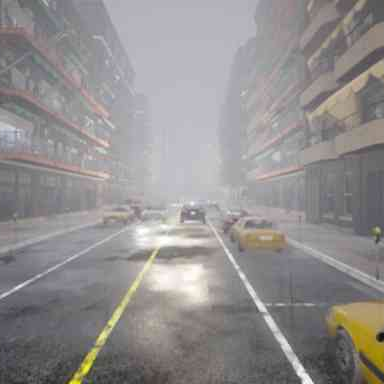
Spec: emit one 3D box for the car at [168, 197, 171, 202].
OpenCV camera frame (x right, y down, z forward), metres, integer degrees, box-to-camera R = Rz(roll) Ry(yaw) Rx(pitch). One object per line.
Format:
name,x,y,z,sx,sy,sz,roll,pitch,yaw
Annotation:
car,-5.344,1.753,58.980,1.887,1.381,4.507,1,0,0

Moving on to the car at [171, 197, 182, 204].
car,-2.833,1.718,68.388,1.882,1.535,5.008,0,0,0

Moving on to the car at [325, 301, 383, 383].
car,2.571,1.534,2.480,1.752,1.417,4.829,1,0,0

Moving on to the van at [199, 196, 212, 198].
van,2.512,1.528,53.347,1.690,1.788,3.998,1,0,0

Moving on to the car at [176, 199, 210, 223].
car,0.068,1.594,26.640,2.163,1.488,4.792,0,0,0

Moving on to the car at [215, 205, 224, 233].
car,2.550,1.647,19.322,1.802,1.307,4.206,1,0,0

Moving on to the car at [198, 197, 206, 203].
car,2.476,1.843,81.700,1.887,1.381,4.507,1,0,0

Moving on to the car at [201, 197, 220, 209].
car,2.523,1.696,42.005,2.008,1.369,4.403,1,0,0

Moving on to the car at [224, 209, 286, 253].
car,2.557,1.572,13.821,1.752,1.417,4.829,1,0,0

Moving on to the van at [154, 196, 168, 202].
van,-5.335,1.528,53.309,1.690,1.788,3.998,1,0,0

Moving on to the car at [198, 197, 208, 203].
car,2.482,1.841,76.030,1.947,1.339,4.313,1,0,0

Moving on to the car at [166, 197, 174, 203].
car,-5.371,1.843,81.663,1.887,1.381,4.507,1,0,0

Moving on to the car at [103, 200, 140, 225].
car,-5.341,1.609,24.785,1.752,1.417,4.829,1,0,0

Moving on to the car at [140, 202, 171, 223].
car,-2.882,1.691,26.689,1.895,1.301,4.718,0,0,0

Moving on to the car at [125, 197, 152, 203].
car,-5.349,1.420,30.626,2.192,1.841,5.009,1,0,0

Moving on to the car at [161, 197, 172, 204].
car,-5.358,1.803,70.321,2.008,1.369,4.403,1,0,0

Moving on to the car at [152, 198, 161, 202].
car,-5.335,1.727,41.967,1.802,1.307,4.206,1,0,0
